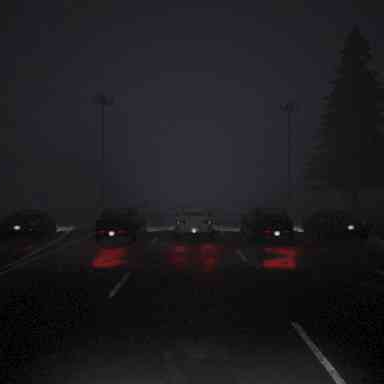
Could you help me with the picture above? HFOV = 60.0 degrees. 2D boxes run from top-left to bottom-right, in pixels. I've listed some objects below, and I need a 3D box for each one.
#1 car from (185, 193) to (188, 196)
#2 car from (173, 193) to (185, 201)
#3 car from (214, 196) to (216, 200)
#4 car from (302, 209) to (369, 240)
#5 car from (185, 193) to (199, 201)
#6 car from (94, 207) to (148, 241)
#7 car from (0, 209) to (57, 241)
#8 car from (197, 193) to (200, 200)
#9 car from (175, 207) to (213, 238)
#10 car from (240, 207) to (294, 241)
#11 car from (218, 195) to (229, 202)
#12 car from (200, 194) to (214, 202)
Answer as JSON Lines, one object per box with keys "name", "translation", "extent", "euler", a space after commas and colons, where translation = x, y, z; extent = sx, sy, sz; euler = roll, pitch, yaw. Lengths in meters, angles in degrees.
{"name": "car", "translation": [-2.112, 1.149, 87.777], "extent": [2.150, 2.045, 5.566], "euler": [0, 0, 17]}
{"name": "car", "translation": [-3.453, 1.489, 78.083], "extent": [1.994, 1.385, 4.181], "euler": [0, 0, 2]}
{"name": "car", "translation": [4.879, 1.381, 86.911], "extent": [1.895, 1.301, 4.718], "euler": [0, 0, 17]}
{"name": "car", "translation": [7.102, 1.550, 16.872], "extent": [1.994, 1.385, 4.181], "euler": [0, 0, 0]}
{"name": "car", "translation": [0.040, 1.530, 77.605], "extent": [1.895, 1.301, 4.718], "euler": [0, 0, 2]}
{"name": "car", "translation": [-3.397, 1.492, 16.472], "extent": [1.837, 1.490, 4.892], "euler": [0, 0, 0]}
{"name": "car", "translation": [-8.182, 1.551, 16.764], "extent": [1.994, 1.385, 4.181], "euler": [0, 0, -11]}
{"name": "car", "translation": [1.458, 1.137, 87.671], "extent": [2.097, 1.767, 4.553], "euler": [0, 0, 17]}
{"name": "car", "translation": [0.090, 1.512, 17.397], "extent": [1.812, 1.442, 4.674], "euler": [0, 0, 0]}
{"name": "car", "translation": [3.602, 1.491, 16.482], "extent": [1.837, 1.490, 4.892], "euler": [0, 0, 0]}
{"name": "car", "translation": [7.029, 1.460, 77.000], "extent": [1.812, 1.442, 4.674], "euler": [0, 0, 2]}
{"name": "car", "translation": [3.528, 1.291, 76.943], "extent": [2.097, 1.767, 4.553], "euler": [0, 0, 2]}
